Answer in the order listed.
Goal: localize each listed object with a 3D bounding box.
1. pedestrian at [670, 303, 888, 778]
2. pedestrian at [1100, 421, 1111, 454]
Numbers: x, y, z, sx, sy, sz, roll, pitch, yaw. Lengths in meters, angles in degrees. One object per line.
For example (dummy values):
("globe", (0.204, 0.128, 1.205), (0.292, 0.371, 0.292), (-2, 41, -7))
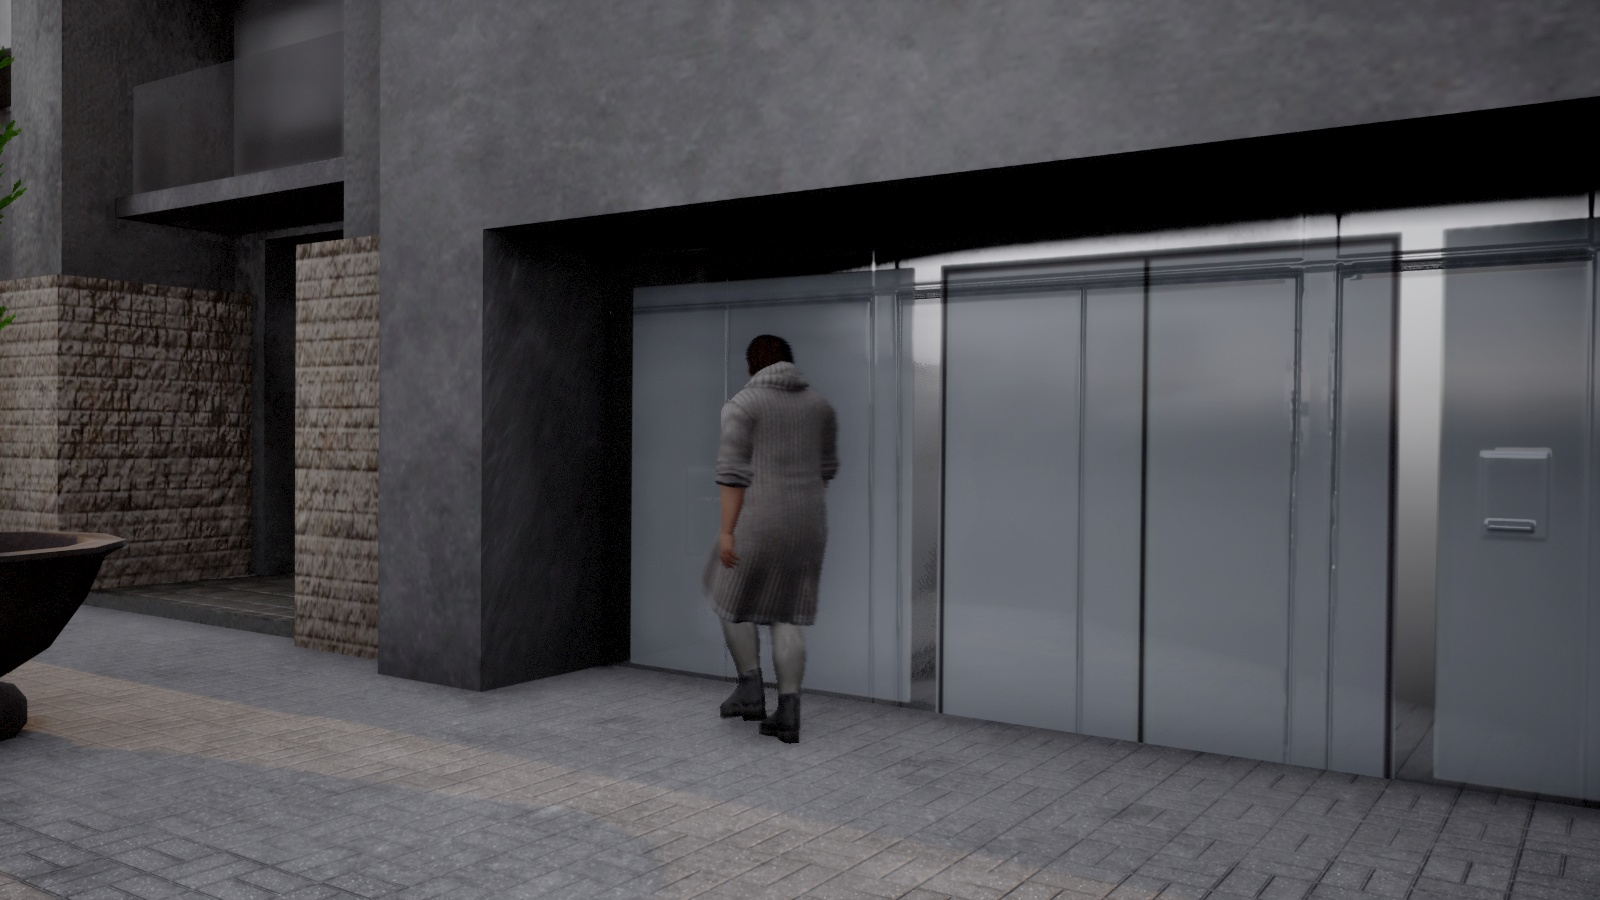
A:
("pedestrian", (-0.115, 0.364, 5.693), (0.659, 1.952, 0.873), (-1, 1, -26))
("pedestrian", (17.545, -0.712, 72.200), (0.376, 1.854, 0.720), (0, 1, 33))
